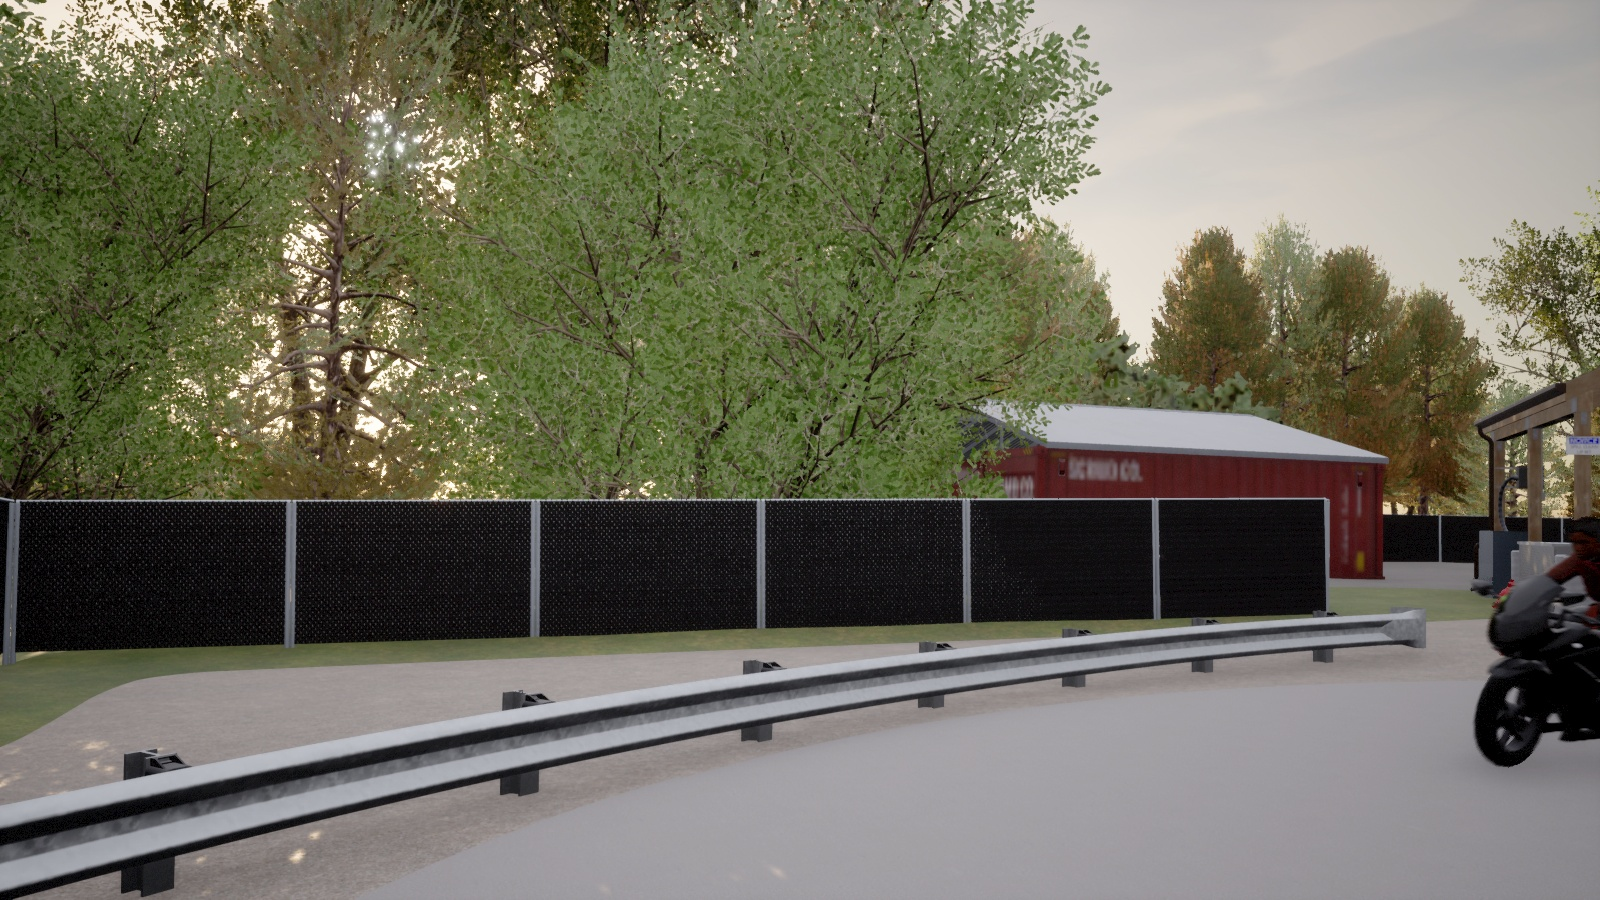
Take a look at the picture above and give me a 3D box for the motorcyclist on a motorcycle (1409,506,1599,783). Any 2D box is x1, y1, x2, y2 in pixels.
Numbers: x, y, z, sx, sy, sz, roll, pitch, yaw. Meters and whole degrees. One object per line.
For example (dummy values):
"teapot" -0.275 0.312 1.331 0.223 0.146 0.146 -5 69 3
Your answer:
"motorcyclist on a motorcycle" 4.903 1.132 7.765 2.044 1.523 0.797 1 0 -18
